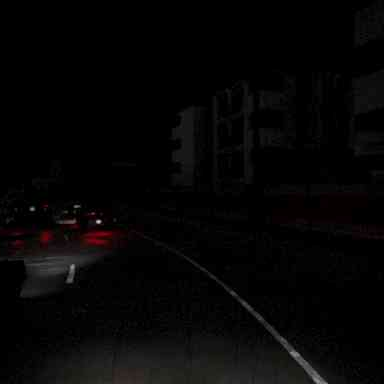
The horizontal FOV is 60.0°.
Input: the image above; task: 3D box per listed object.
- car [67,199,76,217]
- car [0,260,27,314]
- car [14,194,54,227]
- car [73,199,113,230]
[{"bbox_3d":[-9.847,1.347,29.354,2.128,1.511,4.902,-1,0,-24],"label":"car"},{"bbox_3d":[-3.894,1.595,4.496,1.895,1.301,4.718,0,0,-9],"label":"car"},{"bbox_3d":[-10.648,1.132,22.456,2.150,2.045,5.566,-1,0,-23],"label":"car"},{"bbox_3d":[-6.120,1.397,20.712,1.837,1.490,4.892,-1,0,-23],"label":"car"}]
